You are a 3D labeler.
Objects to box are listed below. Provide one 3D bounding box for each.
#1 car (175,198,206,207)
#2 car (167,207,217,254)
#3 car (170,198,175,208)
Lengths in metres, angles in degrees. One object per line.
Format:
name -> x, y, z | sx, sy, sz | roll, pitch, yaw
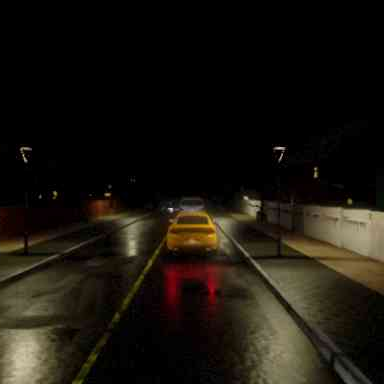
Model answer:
car -> 0.001, 1.487, 27.566 | 2.150, 2.045, 5.566 | 0, 0, 0
car -> 0.022, 1.613, 14.240 | 1.882, 1.535, 5.008 | 0, 0, 1
car -> -2.783, 1.917, 58.509 | 2.097, 1.767, 4.553 | 0, 0, 0
